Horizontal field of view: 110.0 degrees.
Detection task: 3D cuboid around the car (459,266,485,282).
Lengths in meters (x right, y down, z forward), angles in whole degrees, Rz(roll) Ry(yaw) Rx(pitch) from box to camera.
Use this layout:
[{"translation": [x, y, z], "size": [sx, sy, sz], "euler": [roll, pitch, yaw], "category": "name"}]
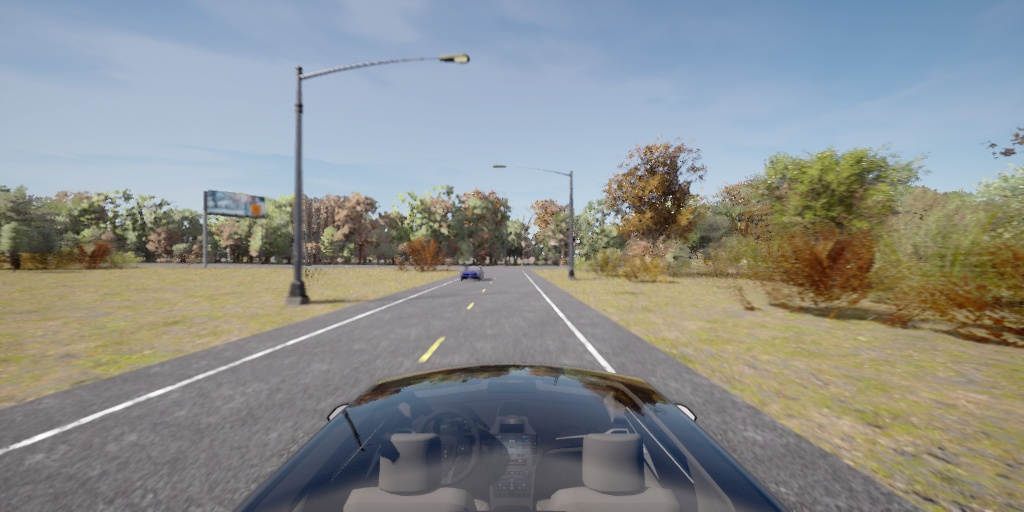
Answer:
[{"translation": [-3.593, 1.602, 32.683], "size": [1.895, 1.301, 4.718], "euler": [0, 0, 0], "category": "car"}]
